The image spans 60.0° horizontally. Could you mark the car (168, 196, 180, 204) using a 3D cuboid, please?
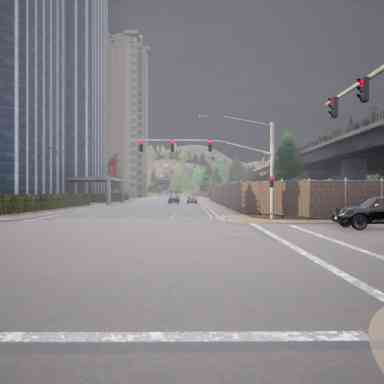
[{"bbox_3d":[-3.497,1.478,64.199,1.882,1.535,5.008,0,0,0],"label":"car"}]

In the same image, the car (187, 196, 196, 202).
[{"bbox_3d":[-0.110,1.595,74.558,1.895,1.301,4.718,0,0,0],"label":"car"}]

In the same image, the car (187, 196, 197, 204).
[{"bbox_3d":[0.004,1.564,64.595,1.994,1.385,4.181,0,0,0],"label":"car"}]

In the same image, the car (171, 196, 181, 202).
[{"bbox_3d":[-3.609,1.540,74.416,2.033,1.411,5.357,0,0,0],"label":"car"}]

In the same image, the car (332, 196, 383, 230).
[{"bbox_3d":[11.814,1.277,20.931,5.566,2.045,2.150,0,0,0],"label":"car"}]
